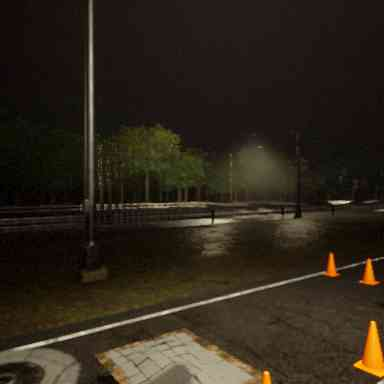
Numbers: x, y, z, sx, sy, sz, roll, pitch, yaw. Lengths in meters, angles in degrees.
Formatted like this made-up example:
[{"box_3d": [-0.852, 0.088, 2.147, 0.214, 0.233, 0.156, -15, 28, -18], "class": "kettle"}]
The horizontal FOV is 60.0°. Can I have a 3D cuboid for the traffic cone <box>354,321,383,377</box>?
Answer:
[{"box_3d": [2.307, 1.945, 4.236, 0.340, 0.580, 0.340, 0, 0, -36], "class": "traffic cone"}]

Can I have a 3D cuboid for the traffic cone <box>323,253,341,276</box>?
[{"box_3d": [3.781, 1.942, 9.013, 0.340, 0.580, 0.340, 0, 0, -36], "class": "traffic cone"}]

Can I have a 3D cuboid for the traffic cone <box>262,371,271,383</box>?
[{"box_3d": [0.688, 1.951, 3.061, 0.340, 0.580, 0.340, 0, 0, -36], "class": "traffic cone"}]

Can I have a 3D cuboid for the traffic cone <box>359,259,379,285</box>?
[{"box_3d": [4.368, 1.940, 8.204, 0.340, 0.580, 0.340, 0, 0, -36], "class": "traffic cone"}]
